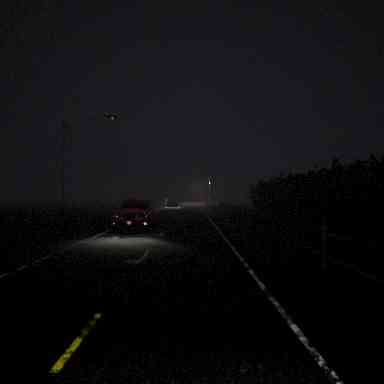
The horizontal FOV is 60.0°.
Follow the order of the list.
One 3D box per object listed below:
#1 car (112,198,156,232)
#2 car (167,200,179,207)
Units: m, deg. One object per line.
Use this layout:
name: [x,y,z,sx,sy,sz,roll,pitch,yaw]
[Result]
car: [-3.629,1.430,21.921,2.150,2.045,5.566,0,-1,0]
car: [-3.608,2.164,63.435,1.994,1.385,4.181,0,-1,0]
